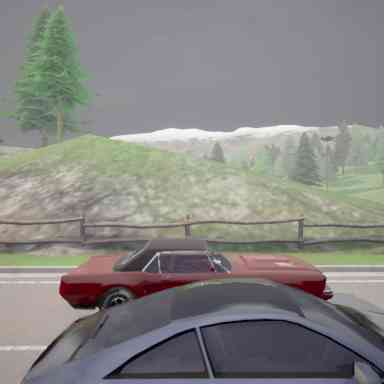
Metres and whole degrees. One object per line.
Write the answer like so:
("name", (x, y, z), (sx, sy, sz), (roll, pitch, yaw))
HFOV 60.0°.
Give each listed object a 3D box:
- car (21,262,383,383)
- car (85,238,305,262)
("car", (0.707, 1.564, 2.980), (4.181, 1.385, 1.994), (0, 0, -1))
("car", (0.110, 1.601, 6.471), (4.718, 1.301, 1.895), (0, 0, -1))
